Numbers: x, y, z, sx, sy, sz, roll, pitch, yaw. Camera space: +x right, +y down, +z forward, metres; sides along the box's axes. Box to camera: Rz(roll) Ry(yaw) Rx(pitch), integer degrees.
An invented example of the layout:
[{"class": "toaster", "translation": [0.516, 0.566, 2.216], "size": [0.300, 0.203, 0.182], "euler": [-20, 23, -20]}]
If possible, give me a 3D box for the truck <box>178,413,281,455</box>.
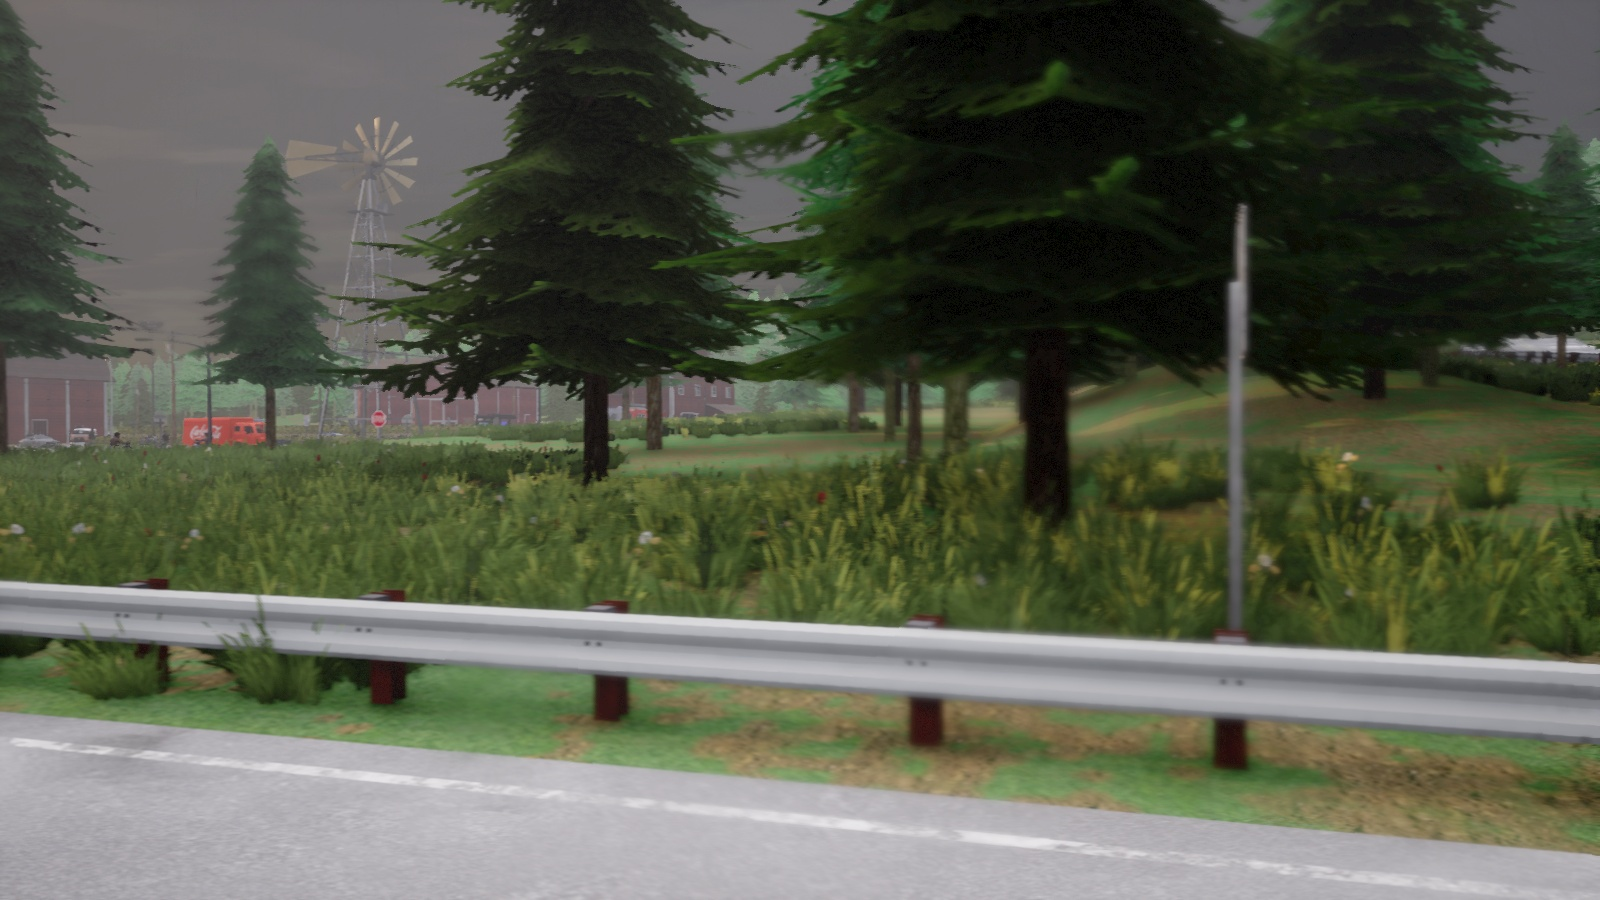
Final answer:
[{"class": "truck", "translation": [-34.455, -0.989, 75.923], "size": [5.204, 2.467, 2.627], "euler": [1, 1, 17]}]
